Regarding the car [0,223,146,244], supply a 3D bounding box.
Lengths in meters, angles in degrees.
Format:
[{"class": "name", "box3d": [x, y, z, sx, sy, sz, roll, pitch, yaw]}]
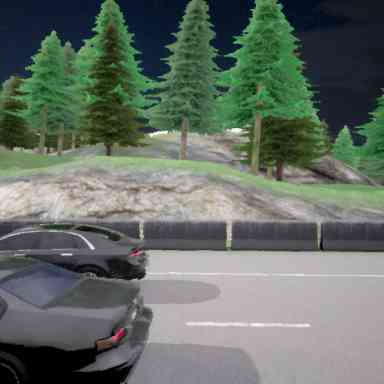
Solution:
[{"class": "car", "box3d": [-3.451, 1.505, 7.692, 4.892, 1.490, 1.837, 0, 0, 2]}]

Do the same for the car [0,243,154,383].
[{"class": "car", "box3d": [-3.221, 1.545, 4.178, 5.357, 1.411, 2.033, 0, 0, 2]}]
